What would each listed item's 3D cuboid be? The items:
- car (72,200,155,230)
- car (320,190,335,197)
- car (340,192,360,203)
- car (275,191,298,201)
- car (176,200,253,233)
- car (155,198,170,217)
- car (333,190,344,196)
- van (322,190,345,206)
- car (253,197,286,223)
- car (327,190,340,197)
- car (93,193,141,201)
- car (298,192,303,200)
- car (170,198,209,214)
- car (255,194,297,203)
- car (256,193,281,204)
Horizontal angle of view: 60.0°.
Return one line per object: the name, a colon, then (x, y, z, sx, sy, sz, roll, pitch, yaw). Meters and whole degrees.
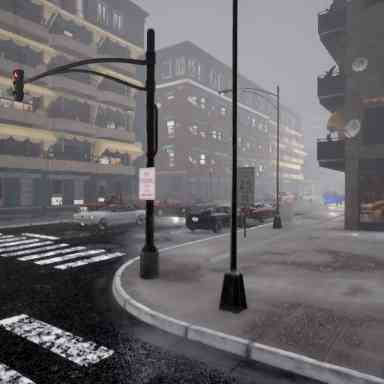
car: (-4.609, 1.368, 19.607, 1.895, 1.301, 4.718, 1, 1, 35)
car: (29.769, 0.378, 72.976, 1.887, 1.381, 4.507, 2, 2, 35)
car: (23.782, 0.763, 49.897, 1.887, 1.381, 4.507, 2, 2, 35)
car: (11.440, 0.717, 42.371, 2.097, 1.767, 4.553, 1, 1, 36)
car: (1.349, 1.348, 18.003, 1.947, 1.339, 4.313, 2, 2, 35)
car: (-2.278, 1.180, 27.412, 1.887, 1.381, 4.507, 2, 2, 35)
car: (36.178, 0.255, 82.089, 1.802, 1.307, 4.206, 2, 2, 35)
van: (17.375, 0.721, 40.780, 1.690, 1.788, 3.998, 2, 2, 35)
car: (4.553, 1.283, 22.560, 1.802, 1.307, 4.206, 2, 2, 35)
car: (32.973, 0.335, 77.532, 1.802, 1.307, 4.206, 2, 2, 35)
car: (-5.480, 1.031, 22.850, 2.192, 1.841, 5.009, 2, 2, 35)
car: (16.950, 0.719, 54.750, 1.947, 1.339, 4.313, 2, 2, 35)
car: (0.484, 1.203, 26.873, 1.994, 1.385, 4.181, 1, 1, 34)
car: (8.211, 1.136, 32.282, 1.895, 1.301, 4.718, 1, 1, 35)
car: (10.541, 0.880, 45.638, 1.947, 1.339, 4.313, 2, 2, 35)
